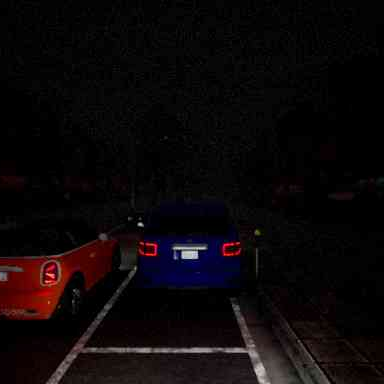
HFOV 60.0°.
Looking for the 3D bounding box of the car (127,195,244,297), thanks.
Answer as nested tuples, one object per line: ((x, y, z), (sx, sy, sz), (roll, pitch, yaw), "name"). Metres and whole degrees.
((-0.039, 1.225, 8.678), (2.150, 2.045, 5.566), (0, 0, 0), "car")

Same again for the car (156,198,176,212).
((-2.946, 1.484, 38.502), (1.994, 1.385, 4.181), (0, 0, 0), "car")

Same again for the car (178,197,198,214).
((-0.373, 1.374, 34.977), (1.967, 1.590, 4.097), (1, 0, 0), "car")

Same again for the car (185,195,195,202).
((-0.373, 1.328, 68.226), (2.008, 1.369, 4.403), (1, 0, 0), "car")

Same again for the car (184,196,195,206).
((-0.373, 1.388, 51.772), (1.752, 1.417, 4.829), (1, 0, 0), "car")

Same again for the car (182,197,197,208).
((-0.374, 1.454, 46.060), (1.947, 1.339, 4.313), (1, 0, 0), "car")

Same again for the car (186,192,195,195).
((-0.372, 1.227, 40.518), (2.192, 1.841, 5.009), (1, 0, 0), "car")

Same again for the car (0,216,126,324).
((-3.021, 1.349, 7.322), (2.097, 1.767, 4.553), (0, 0, 0), "car")
